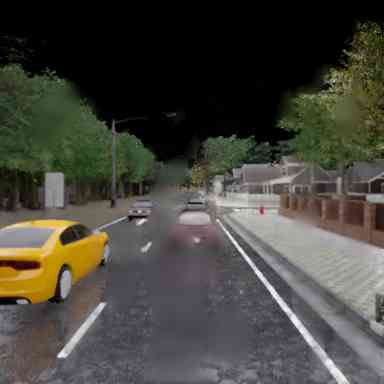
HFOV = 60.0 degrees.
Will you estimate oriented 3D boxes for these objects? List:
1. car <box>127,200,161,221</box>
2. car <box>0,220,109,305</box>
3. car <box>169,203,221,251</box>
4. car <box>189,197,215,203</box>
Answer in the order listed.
[{"bbox_3d":[-3.381,1.292,24.152,2.033,1.411,5.357,0,1,1],"label":"car"},{"bbox_3d":[-3.423,1.399,8.033,1.882,1.535,5.008,0,1,1],"label":"car"},{"bbox_3d":[0.114,1.392,13.293,1.812,1.442,4.674,0,1,0],"label":"car"},{"bbox_3d":[0.841,1.187,28.244,2.128,1.511,4.902,0,1,14],"label":"car"}]
